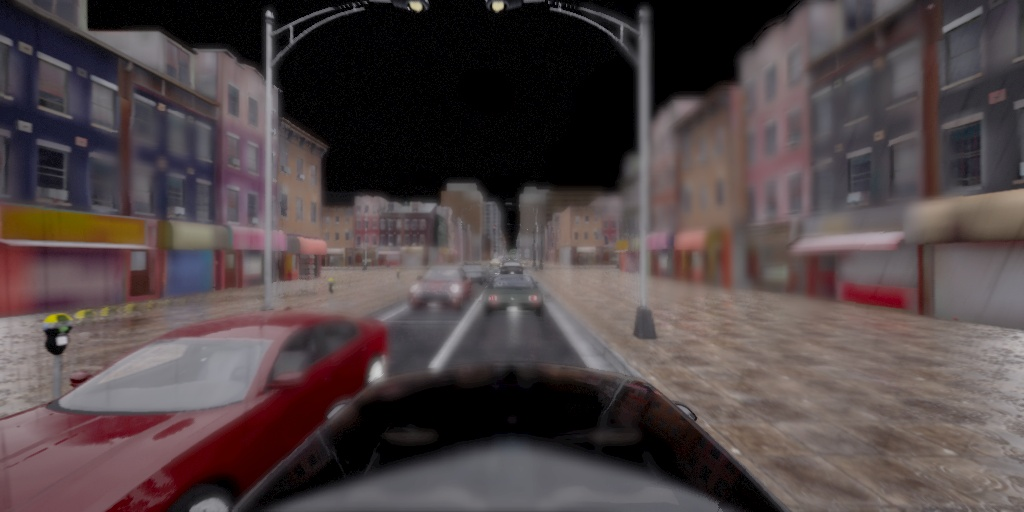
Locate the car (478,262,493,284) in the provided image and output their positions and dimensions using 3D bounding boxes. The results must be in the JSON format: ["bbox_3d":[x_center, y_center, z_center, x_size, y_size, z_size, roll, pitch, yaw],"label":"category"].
[{"bbox_3d":[-2.639,1.282,25.015,1.948,1.339,4.313,0,0,0],"label":"car"}]

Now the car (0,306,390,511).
[{"bbox_3d":[-2.638,1.292,3.495,1.888,1.381,4.507,0,0,0],"label":"car"}]

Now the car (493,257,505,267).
[{"bbox_3d":[-2.643,1.241,62.614,1.751,1.417,4.829,0,0,0],"label":"car"}]

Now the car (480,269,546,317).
[{"bbox_3d":[0.090,1.332,13.008,1.895,1.301,4.718,0,0,0],"label":"car"}]

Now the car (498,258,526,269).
[{"bbox_3d":[0.090,1.191,29.500,1.882,1.535,5.008,0,0,0],"label":"car"}]

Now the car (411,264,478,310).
[{"bbox_3d":[-2.639,1.169,14.254,1.967,1.591,4.097,0,0,0],"label":"car"}]
